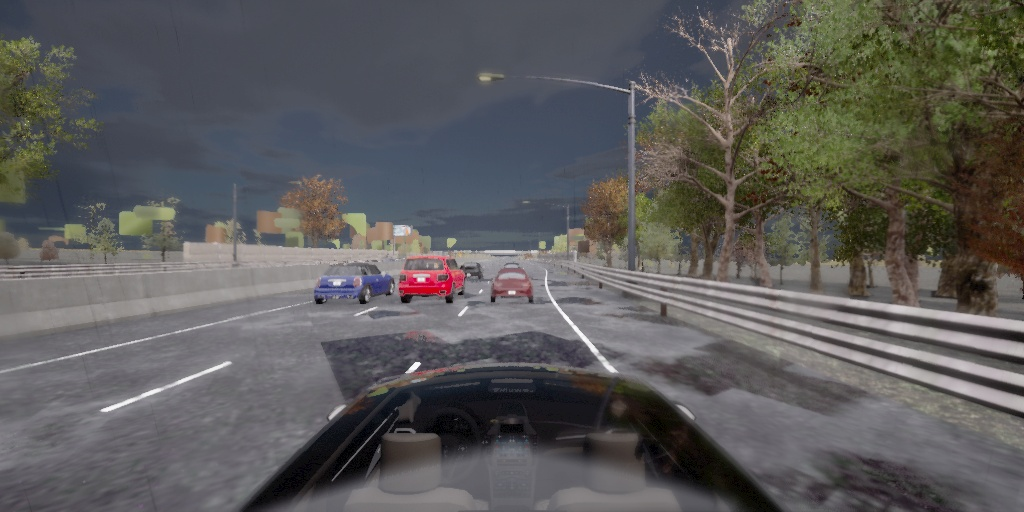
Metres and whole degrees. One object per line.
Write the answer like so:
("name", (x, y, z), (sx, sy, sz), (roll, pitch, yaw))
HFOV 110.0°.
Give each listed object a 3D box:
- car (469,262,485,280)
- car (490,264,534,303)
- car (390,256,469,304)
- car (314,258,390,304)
("car", (-3.500, 1.276, 31.501), (1.837, 1.490, 4.892), (0, 0, 0))
("car", (0.000, 1.283, 16.501), (1.812, 1.442, 4.674), (0, 0, 0))
("car", (-3.500, 1.008, 16.531), (2.150, 2.045, 5.566), (0, 0, 0))
("car", (-7.000, 1.116, 16.471), (2.097, 1.767, 4.553), (0, 0, 0))
